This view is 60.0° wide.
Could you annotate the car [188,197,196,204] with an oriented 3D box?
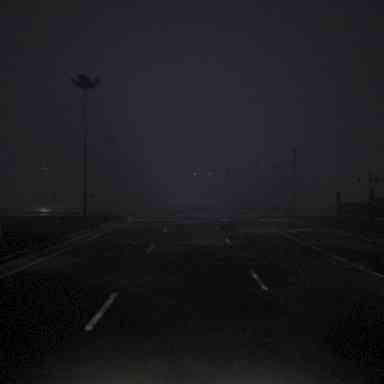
[{"bbox_3d":[0.029,2.302,81.858,1.812,1.442,4.674,0,-1,0],"label":"car"}]
